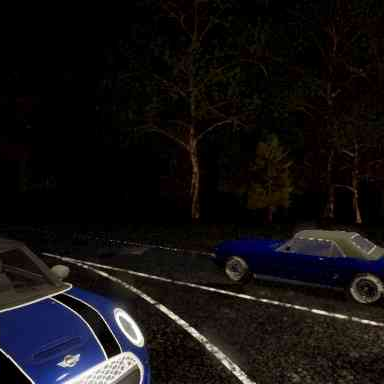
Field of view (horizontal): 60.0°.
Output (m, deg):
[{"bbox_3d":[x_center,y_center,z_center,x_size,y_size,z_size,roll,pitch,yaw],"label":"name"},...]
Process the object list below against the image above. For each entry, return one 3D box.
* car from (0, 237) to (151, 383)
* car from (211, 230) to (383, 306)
[{"bbox_3d":[-2.619,1.338,3.748,4.553,1.767,2.097,1,0,35],"label":"car"},{"bbox_3d":[2.853,1.593,8.070,4.718,1.301,1.895,0,0,36],"label":"car"}]
